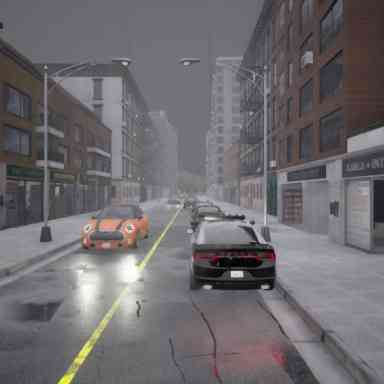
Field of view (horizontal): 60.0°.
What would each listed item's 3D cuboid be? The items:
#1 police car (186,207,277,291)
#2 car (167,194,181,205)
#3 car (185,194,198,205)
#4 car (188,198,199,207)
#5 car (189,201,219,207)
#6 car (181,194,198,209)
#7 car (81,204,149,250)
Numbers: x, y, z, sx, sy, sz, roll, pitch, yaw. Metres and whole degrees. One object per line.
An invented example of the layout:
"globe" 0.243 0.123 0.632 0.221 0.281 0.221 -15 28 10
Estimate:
"police car" 0.888 1.424 9.181 1.930 1.638 5.238 0 0 0
"car" -3.166 1.315 56.795 2.097 1.767 4.553 0 0 0
"car" -0.086 1.313 59.548 2.097 1.767 4.553 0 0 0
"car" 0.864 1.471 25.071 1.882 1.535 5.008 0 0 0
"car" 0.873 1.501 19.071 1.837 1.490 4.892 0 0 0
"car" -0.054 1.328 45.961 2.097 1.767 4.553 0 0 0
"car" -3.121 1.349 14.330 2.097 1.767 4.553 0 0 0
